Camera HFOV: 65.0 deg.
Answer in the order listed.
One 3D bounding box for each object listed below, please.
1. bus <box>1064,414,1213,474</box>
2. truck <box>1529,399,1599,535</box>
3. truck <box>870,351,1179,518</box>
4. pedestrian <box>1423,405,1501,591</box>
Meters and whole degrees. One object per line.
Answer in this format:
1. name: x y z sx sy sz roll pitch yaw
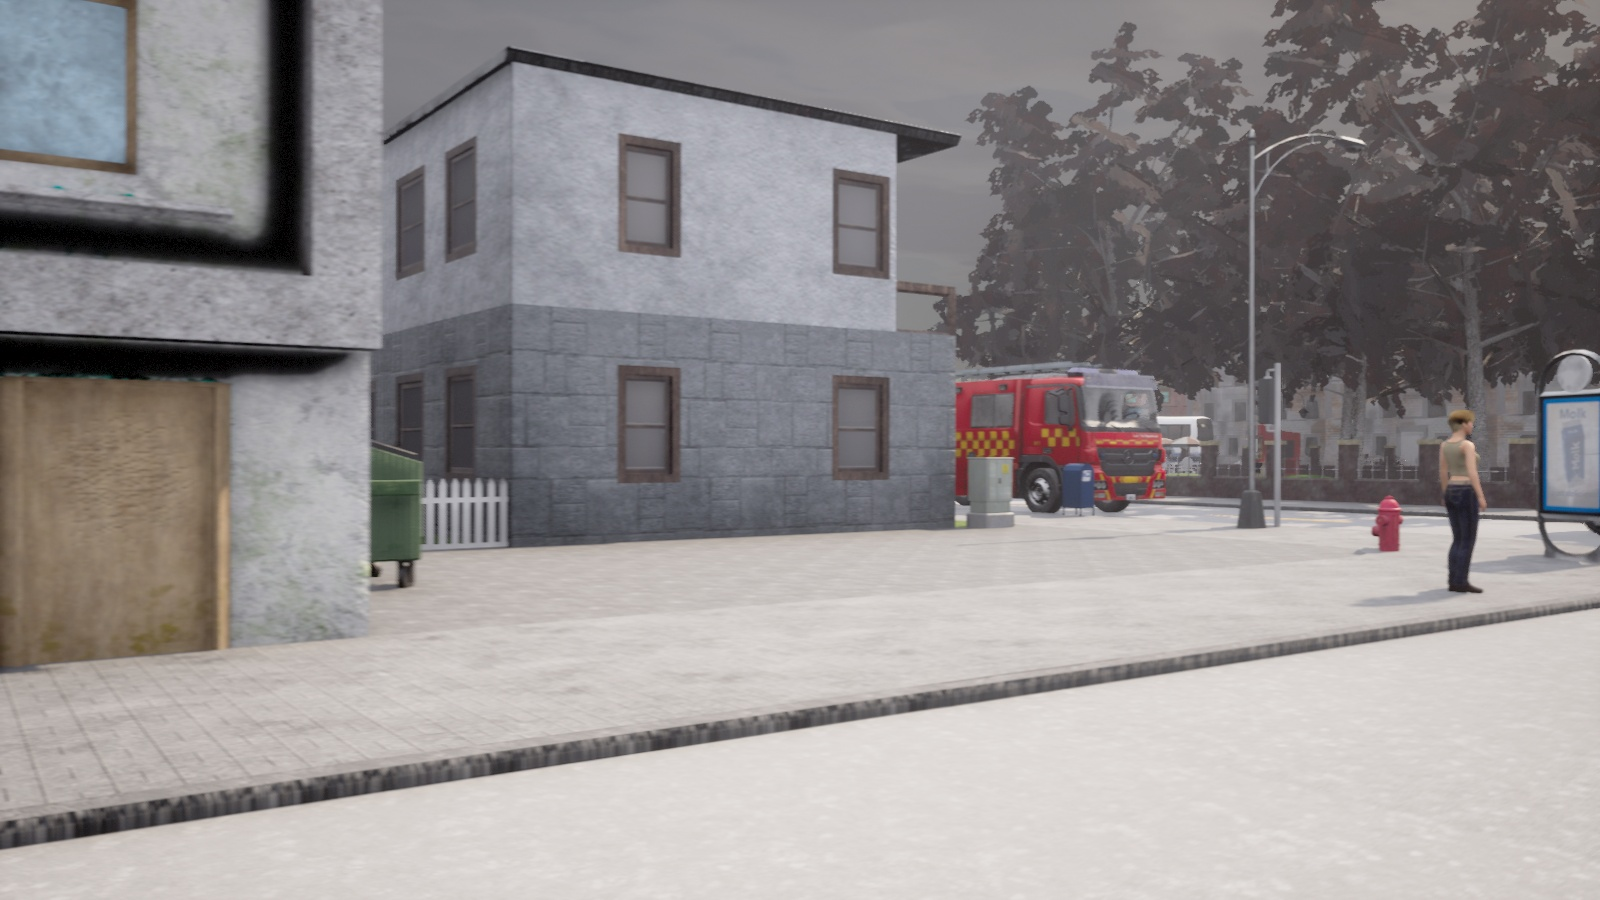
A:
1. bus: 25.528 -0.461 95.115 10.273 4.253 3.944 0 1 43
2. truck: 16.370 0.278 22.378 2.627 2.467 5.204 -1 0 -33
3. truck: 5.591 -0.350 33.098 2.891 3.827 8.468 0 0 -34
4. pedestrian: 6.612 0.471 12.552 0.594 1.836 0.345 0 0 -3
